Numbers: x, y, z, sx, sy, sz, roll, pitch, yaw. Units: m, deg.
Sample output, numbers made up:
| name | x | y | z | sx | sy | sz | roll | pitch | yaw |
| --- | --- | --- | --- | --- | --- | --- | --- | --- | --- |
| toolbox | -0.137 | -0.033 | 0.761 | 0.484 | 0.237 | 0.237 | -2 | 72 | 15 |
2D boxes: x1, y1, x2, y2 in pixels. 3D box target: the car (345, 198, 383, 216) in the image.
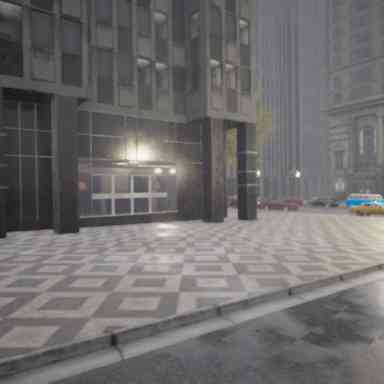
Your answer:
| name | x | y | z | sx | sy | sz | roll | pitch | yaw |
| --- | --- | --- | --- | --- | --- | --- | --- | --- | --- |
| car | 16.374 | 1.506 | 29.263 | 1.752 | 1.417 | 4.829 | -1 | 1 | -36 |

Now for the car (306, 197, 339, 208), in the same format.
| name | x | y | z | sx | sy | sz | roll | pitch | yaw |
| --- | --- | --- | --- | --- | --- | --- | --- | --- | --- |
| car | 16.874 | 1.357 | 43.158 | 1.947 | 1.339 | 4.313 | -1 | 1 | -36 |

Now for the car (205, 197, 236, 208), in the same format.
| name | x | y | z | sx | sy | sz | roll | pitch | yaw |
| --- | --- | --- | --- | --- | --- | --- | --- | --- | --- |
| car | 3.909 | 1.470 | 46.569 | 2.008 | 1.369 | 4.403 | -1 | 1 | -36 |

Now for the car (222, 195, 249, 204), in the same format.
| name | x | y | z | sx | sy | sz | roll | pitch | yaw |
| --- | --- | --- | --- | --- | --- | --- | --- | --- | --- |
| car | 7.379 | 1.297 | 56.333 | 2.008 | 1.369 | 4.403 | -1 | 1 | -36 |

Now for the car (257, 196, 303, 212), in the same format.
| name | x | y | z | sx | sy | sz | roll | pitch | yaw |
| --- | --- | --- | --- | --- | --- | --- | --- | --- | --- |
| car | 10.094 | 1.493 | 37.988 | 1.887 | 1.381 | 4.507 | -1 | 1 | -36 |

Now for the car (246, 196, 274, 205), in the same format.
| name | x | y | z | sx | sy | sz | roll | pitch | yaw |
| --- | --- | --- | --- | --- | --- | --- | --- | --- | --- |
| car | 10.544 | 1.343 | 51.942 | 1.802 | 1.307 | 4.206 | -1 | 1 | -36 |

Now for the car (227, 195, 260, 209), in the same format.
| name | x | y | z | sx | sy | sz | roll | pitch | yaw |
| --- | --- | --- | --- | --- | --- | --- | --- | --- | --- |
| car | 6.999 | 1.248 | 42.276 | 2.192 | 1.841 | 5.009 | -1 | 1 | -36 |

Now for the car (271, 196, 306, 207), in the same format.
| name | x | y | z | sx | sy | sz | roll | pitch | yaw |
| --- | --- | --- | --- | --- | --- | --- | --- | --- | --- |
| car | 13.709 | 1.320 | 47.550 | 1.887 | 1.381 | 4.507 | -1 | 1 | -36 |

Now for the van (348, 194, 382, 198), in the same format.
| name | x | y | z | sx | sy | sz | roll | pitch | yaw |
| --- | --- | --- | --- | --- | --- | --- | --- | --- | --- |
| van | 20.037 | 1.148 | 38.765 | 1.690 | 1.788 | 3.998 | -1 | 1 | -36 |
